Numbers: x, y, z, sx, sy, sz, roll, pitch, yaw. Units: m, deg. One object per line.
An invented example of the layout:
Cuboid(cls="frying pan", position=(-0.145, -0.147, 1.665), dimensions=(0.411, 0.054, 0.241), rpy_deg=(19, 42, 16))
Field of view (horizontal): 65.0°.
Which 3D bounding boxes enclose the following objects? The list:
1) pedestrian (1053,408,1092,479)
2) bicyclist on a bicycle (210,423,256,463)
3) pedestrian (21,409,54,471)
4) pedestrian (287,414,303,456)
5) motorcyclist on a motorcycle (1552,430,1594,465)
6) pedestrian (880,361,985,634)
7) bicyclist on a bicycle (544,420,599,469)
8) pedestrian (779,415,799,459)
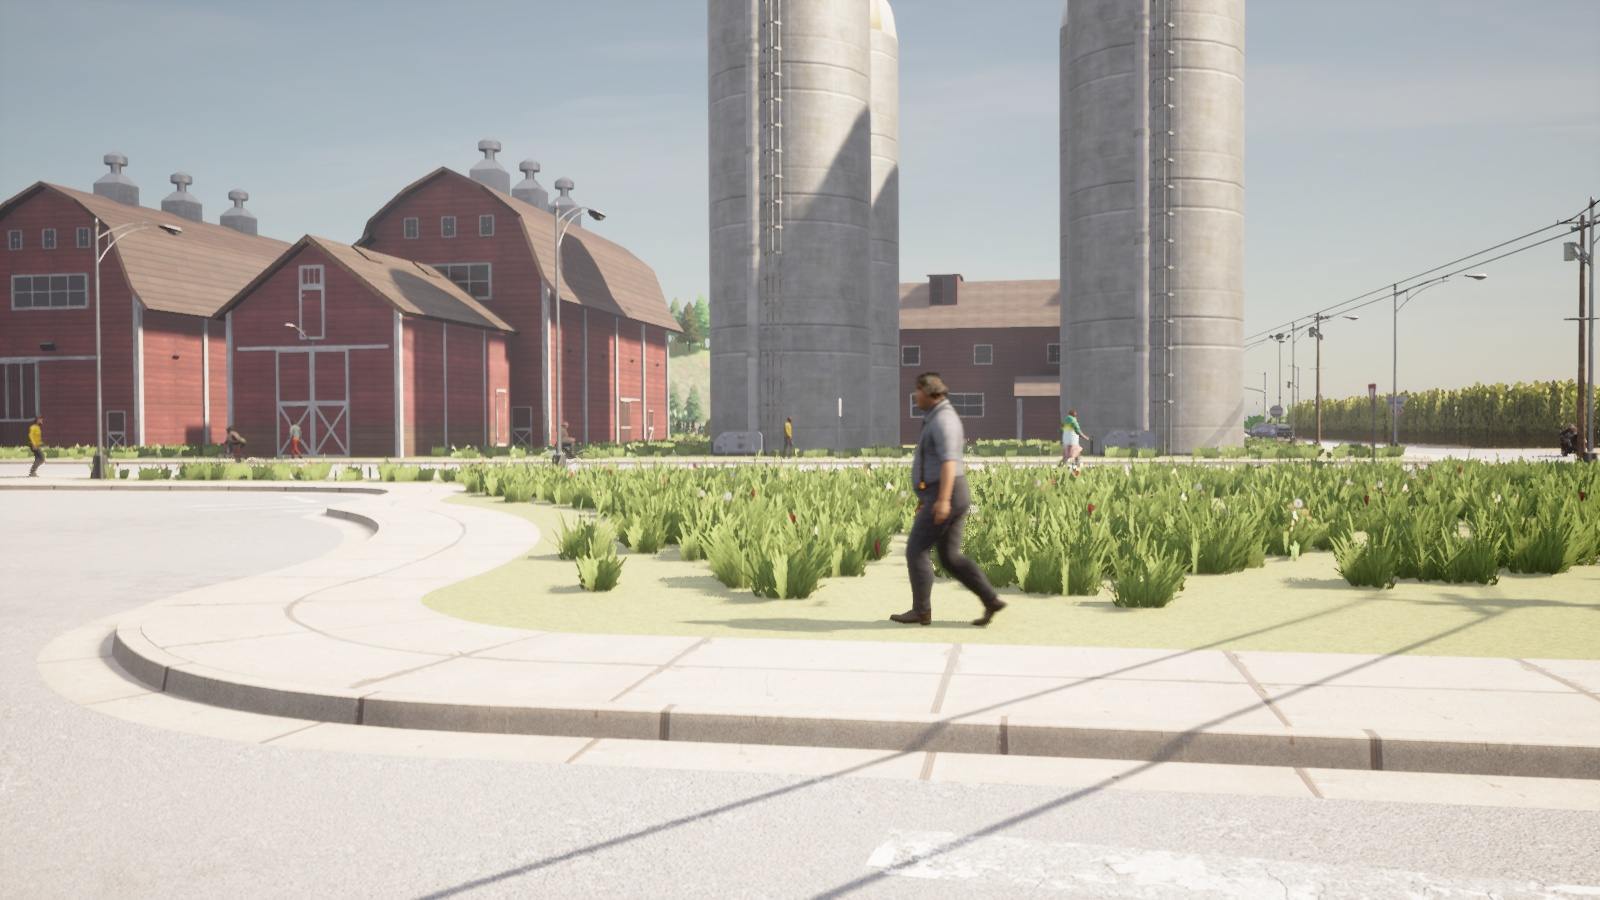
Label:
Cuboid(cls="pedestrian", position=(7.565, -0.173, 34.873), dimensions=(0.873, 1.952, 0.659), rpy_deg=(0, 1, -10))
Cuboid(cls="bicyclist on a bicycle", position=(-23.300, -0.284, 51.584), dimensions=(1.656, 1.620, 0.582), rpy_deg=(0, 1, 10))
Cuboid(cls="pedestrian", position=(-22.580, -0.303, 37.188), dimensions=(0.709, 1.840, 0.431), rpy_deg=(0, 1, -11))
Cuboid(cls="pedestrian", position=(-22.652, -0.673, 56.371), dimensions=(0.614, 1.847, 0.353), rpy_deg=(1, 1, 30))
Cuboid(cls="motorcyclist on a motorcycle", position=(34.783, -0.142, 56.562), dimensions=(0.866, 1.530, 2.191), rpy_deg=(0, 1, 10))
Cuboid(cls="pedestrian", position=(0.940, 0.316, 8.823), dimensions=(0.694, 1.848, 0.540), rpy_deg=(0, 1, 9))
Cuboid(cls="bicyclist on a bicycle", position=(-8.276, -0.207, 45.477), dimensions=(1.843, 1.776, 0.659), rpy_deg=(0, 1, 10))
Cuboid(cls="pedestrian", position=(-0.449, -0.536, 52.397), dimensions=(0.726, 1.835, 0.370), rpy_deg=(1, 1, 22))
